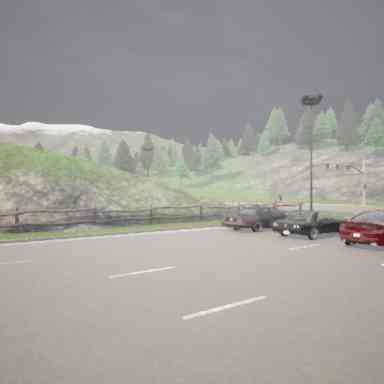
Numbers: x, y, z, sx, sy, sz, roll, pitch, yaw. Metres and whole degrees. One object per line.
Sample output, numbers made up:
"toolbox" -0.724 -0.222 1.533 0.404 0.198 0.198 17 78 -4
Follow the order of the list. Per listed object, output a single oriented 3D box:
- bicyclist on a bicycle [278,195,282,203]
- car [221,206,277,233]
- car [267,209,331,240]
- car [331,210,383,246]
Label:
"bicyclist on a bicycle" 16.606 1.300 62.620 0.582 1.620 1.656 0 0 34
"car" 4.204 1.562 19.765 5.357 1.411 2.033 0 0 -35
"car" 6.261 1.615 16.933 4.718 1.301 1.895 0 0 -35
"car" 8.269 1.484 14.066 5.008 1.535 1.882 0 0 -35
